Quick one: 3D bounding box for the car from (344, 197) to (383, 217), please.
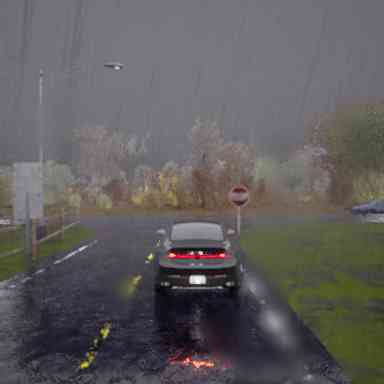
[{"bbox_3d":[14.833,1.137,25.985,5.357,1.411,2.033,0,1,1],"label":"car"}]

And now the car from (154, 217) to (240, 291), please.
[{"bbox_3d":[0.113,1.411,8.718,1.837,1.490,4.892,0,0,0],"label":"car"}]
